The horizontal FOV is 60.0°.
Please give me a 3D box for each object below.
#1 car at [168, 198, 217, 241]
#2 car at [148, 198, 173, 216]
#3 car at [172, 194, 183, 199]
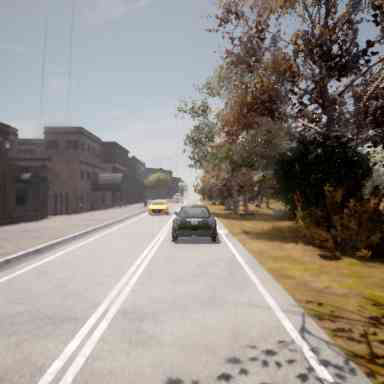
[{"bbox_3d":[0.113,1.399,17.095,2.097,1.767,4.553,0,0,0],"label":"car"},{"bbox_3d":[-3.304,1.578,33.878,1.882,1.535,5.008,0,0,0],"label":"car"},{"bbox_3d":[-3.143,1.408,73.789,2.150,2.045,5.566,0,0,0],"label":"car"}]
